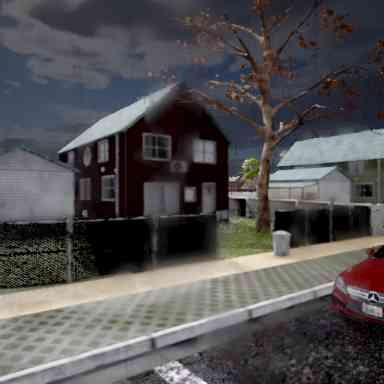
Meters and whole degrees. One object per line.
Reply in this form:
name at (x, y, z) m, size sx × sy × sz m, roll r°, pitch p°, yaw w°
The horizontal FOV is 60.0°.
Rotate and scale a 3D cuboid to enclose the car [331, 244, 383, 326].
car at (4.641, 1.558, 6.472) m, size 4.674 × 1.442 × 1.812 m, roll 0°, pitch 0°, yaw -36°
